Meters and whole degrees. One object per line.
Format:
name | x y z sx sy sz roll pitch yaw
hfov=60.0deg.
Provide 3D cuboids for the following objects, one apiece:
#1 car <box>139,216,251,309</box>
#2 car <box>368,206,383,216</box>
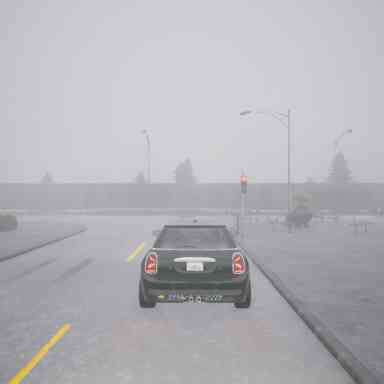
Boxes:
car | 0.075 1.352 8.061 2.097 1.767 4.553 0 0 1
car | 19.315 1.546 30.640 5.357 1.411 2.033 0 0 0
